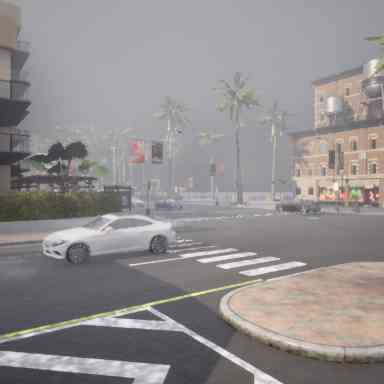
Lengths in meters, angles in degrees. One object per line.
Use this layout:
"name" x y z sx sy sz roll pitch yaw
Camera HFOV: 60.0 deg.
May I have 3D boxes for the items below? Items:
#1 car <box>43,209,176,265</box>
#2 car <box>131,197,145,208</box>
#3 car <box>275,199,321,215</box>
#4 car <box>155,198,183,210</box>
"car" -2.757 1.526 11.858 4.674 1.442 1.812 0 0 -35
"car" -8.815 1.526 49.846 1.812 1.442 4.674 0 0 -35
"car" 10.842 1.491 34.320 2.128 1.511 4.902 0 0 -35
"car" -3.007 1.526 41.544 1.812 1.442 4.674 0 0 -35
